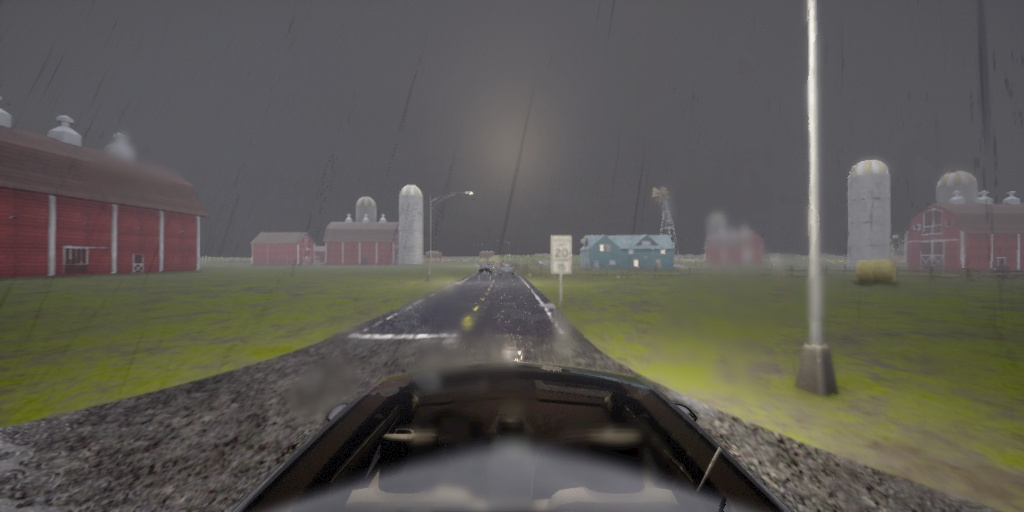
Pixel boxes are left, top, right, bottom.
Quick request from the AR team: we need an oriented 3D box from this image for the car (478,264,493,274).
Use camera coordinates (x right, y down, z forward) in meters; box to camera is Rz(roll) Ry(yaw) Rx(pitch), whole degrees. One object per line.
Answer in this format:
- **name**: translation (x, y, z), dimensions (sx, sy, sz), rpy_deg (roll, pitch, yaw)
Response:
- **car**: translation (-3.628, 1.797, 49.373), dimensions (1.895, 1.301, 4.718), rpy_deg (0, -1, -2)

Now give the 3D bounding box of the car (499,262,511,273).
- **car**: translation (-1.136, 1.757, 55.289), dimensions (1.837, 1.490, 4.892), rpy_deg (0, 0, -3)

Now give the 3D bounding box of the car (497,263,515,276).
- **car**: translation (-0.686, 1.635, 44.497), dimensions (2.128, 1.511, 4.902), rpy_deg (0, -1, -2)
